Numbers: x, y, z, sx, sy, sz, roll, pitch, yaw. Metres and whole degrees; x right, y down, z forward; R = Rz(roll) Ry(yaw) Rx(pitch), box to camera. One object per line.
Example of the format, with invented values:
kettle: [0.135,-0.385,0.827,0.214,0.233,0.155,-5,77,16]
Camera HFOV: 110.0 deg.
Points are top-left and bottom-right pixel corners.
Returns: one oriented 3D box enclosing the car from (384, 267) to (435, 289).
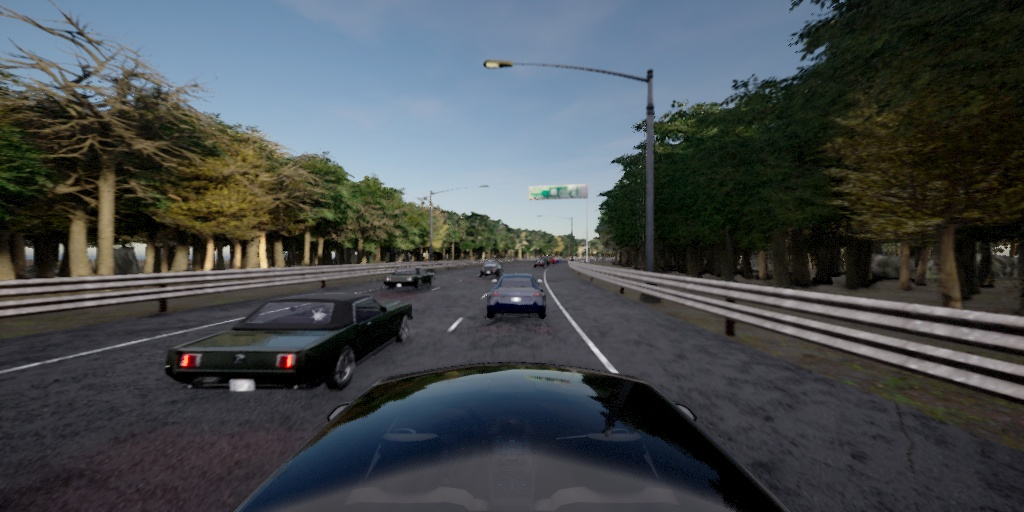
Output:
car: [-6.375,1.380,22.885,1.895,1.301,4.718,0,0,3]

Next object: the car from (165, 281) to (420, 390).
car: [-3.385,1.354,6.768,1.895,1.301,4.718,0,0,1]

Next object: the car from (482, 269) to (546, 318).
car: [0.190,1.338,13.236,1.994,1.385,4.181,0,0,2]

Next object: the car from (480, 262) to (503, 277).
car: [-1.979,1.337,35.609,1.812,1.442,4.674,0,0,5]
